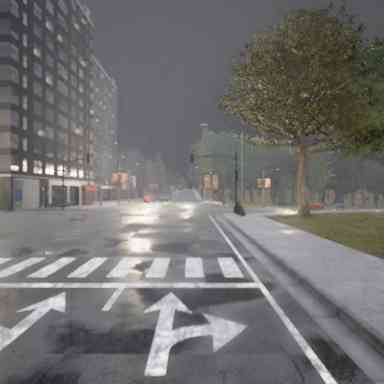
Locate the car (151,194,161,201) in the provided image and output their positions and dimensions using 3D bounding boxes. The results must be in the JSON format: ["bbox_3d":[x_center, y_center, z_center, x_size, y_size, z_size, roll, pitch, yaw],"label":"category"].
[{"bbox_3d":[-9.778,1.478,91.389,2.150,2.045,5.566,0,-1,0],"label":"car"}]

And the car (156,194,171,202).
[{"bbox_3d":[-6.523,1.699,75.592,1.895,1.301,4.718,0,0,0],"label":"car"}]

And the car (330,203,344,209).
[{"bbox_3d":[33.103,3.183,75.869,2.128,1.511,4.902,0,-2,45],"label":"car"}]

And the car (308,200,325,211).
[{"bbox_3d":[19.311,2.135,52.802,2.097,1.767,4.553,0,-2,45],"label":"car"}]

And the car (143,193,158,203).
[{"bbox_3d":[-9.773,1.329,75.537,2.150,2.045,5.566,0,0,0],"label":"car"}]
